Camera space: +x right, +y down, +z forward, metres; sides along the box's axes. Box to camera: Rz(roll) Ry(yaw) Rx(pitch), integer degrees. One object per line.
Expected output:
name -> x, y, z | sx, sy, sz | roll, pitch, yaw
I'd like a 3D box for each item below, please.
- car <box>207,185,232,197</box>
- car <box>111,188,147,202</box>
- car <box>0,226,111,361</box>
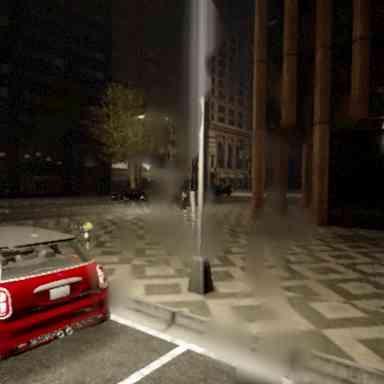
car -> 4.763, -0.268, 57.410 | 2.150, 2.045, 5.566 | 2, 2, 37
car -> -7.730, 0.350, 40.882 | 1.837, 1.490, 4.892 | 2, 2, 37
car -> -3.253, 1.278, 5.452 | 4.097, 1.590, 1.967 | 2, 2, 37
